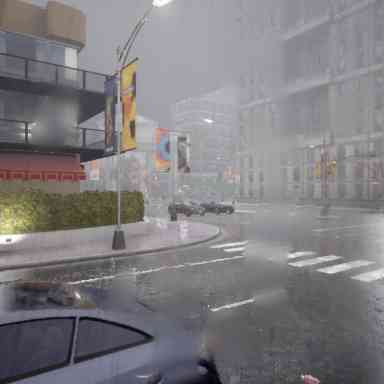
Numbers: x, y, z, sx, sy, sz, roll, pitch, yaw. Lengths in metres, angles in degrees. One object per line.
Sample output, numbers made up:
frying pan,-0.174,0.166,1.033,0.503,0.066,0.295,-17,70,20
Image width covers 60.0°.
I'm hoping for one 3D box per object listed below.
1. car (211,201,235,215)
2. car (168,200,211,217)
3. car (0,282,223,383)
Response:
car,2.251,1.601,34.143,1.895,1.301,4.718,0,0,-35
car,-0.598,1.526,32.112,1.812,1.442,4.674,0,0,-35
car,-1.769,1.564,2.686,4.181,1.385,1.994,0,0,-35
